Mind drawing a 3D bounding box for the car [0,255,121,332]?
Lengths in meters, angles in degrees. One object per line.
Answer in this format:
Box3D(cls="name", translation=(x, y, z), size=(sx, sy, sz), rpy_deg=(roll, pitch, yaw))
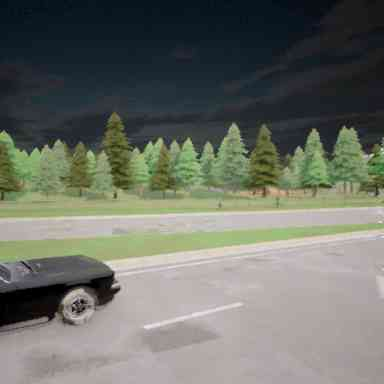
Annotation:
Box3D(cls="car", translation=(-3.633, 1.587, 5.350), size=(4.718, 1.301, 1.895), rpy_deg=(0, 0, -35))
